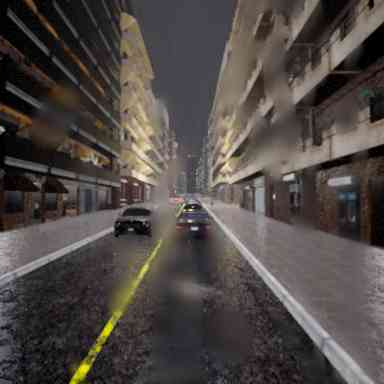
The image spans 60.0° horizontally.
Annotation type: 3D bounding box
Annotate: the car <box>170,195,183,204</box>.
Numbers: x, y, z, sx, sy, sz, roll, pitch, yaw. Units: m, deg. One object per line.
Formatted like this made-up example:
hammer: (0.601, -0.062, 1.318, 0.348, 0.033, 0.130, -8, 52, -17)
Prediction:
car: (-2.781, 1.323, 60.347, 2.097, 1.767, 4.553, 0, 0, 1)

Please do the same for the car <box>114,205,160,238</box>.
car: (-2.847, 1.483, 17.975, 1.882, 1.535, 5.008, 0, 0, 0)

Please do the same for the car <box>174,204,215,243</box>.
car: (0.101, 1.553, 16.195, 2.033, 1.411, 5.357, 0, 0, 0)

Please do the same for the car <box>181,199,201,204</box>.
car: (0.103, 1.560, 37.610, 1.994, 1.385, 4.181, 0, 0, 0)
